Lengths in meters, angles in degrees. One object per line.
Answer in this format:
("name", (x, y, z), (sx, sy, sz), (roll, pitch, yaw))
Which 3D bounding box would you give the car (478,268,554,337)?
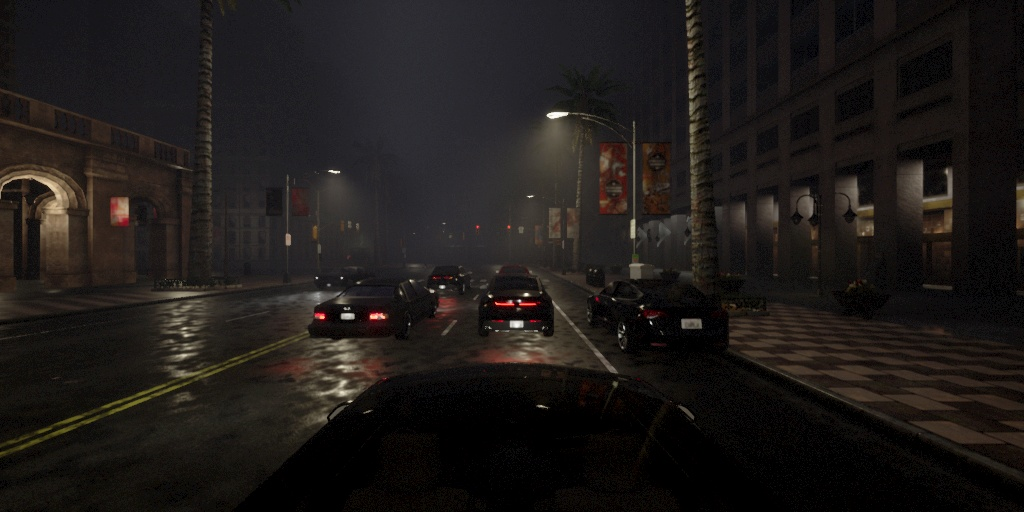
("car", (0.097, 1.252, 10.316), (1.837, 1.490, 4.892), (0, 0, 0))

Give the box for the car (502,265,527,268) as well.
("car", (0.112, 1.224, 19.766), (1.882, 1.535, 5.008), (0, 0, 0))

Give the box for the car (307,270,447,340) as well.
("car", (-3.393, 1.296, 9.936), (2.033, 1.411, 5.357), (0, 0, 0))

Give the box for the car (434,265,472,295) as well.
("car", (-3.383, 1.251, 19.825), (1.837, 1.490, 4.892), (0, 0, 0))

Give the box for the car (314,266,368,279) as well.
("car", (-10.484, 1.346, 22.741), (1.895, 1.301, 4.718), (0, 0, 0))
